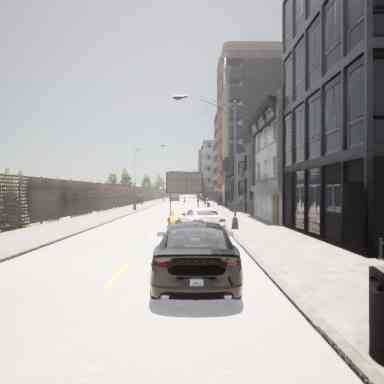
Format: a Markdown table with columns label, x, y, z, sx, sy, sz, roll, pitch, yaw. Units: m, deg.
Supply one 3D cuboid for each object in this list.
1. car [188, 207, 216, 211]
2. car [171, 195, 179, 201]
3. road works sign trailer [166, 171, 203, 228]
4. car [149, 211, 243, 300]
| label | x | y | z | sx | sy | sz | roll | pitch | yaw |
| --- | --- | --- | --- | --- | --- | --- | --- | --- | --- |
| car | 0.508 | 1.538 | 17.796 | 1.812 | 1.442 | 4.674 | 0 | -1 | -10 |
| car | -4.131 | 1.503 | 82.555 | 1.837 | 1.490 | 4.892 | 0 | 0 | 0 |
| road works sign trailer | -0.518 | 0.464 | 21.274 | 2.380 | 3.560 | 2.880 | 0 | 0 | -16 |
| car | 0.086 | 1.477 | 8.448 | 1.882 | 1.535 | 5.008 | 0 | 0 | 0 |
